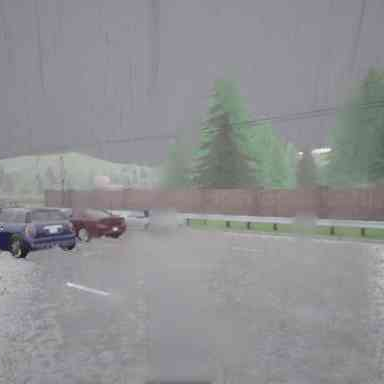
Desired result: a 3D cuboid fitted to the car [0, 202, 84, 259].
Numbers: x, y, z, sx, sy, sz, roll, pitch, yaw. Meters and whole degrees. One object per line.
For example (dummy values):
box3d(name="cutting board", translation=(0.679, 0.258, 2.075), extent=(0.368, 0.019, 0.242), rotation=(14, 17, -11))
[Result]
box3d(name="car", translation=(-6.622, 1.395, 12.990), extent=(4.553, 1.767, 2.097), rotation=(0, 0, 36))

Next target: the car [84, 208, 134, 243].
box3d(name="car", translation=(-5.473, 1.524, 16.465), extent=(5.008, 1.535, 1.882), rotation=(0, 0, 36))

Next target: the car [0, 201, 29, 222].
box3d(name="car", translation=(-16.365, 1.592, 28.552), extent=(4.902, 1.511, 2.128), rotation=(0, 0, 36))

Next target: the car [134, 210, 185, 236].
box3d(name="car", translation=(-2.793, 1.645, 18.862), extent=(4.718, 1.301, 1.895), rotation=(0, 0, 36))
